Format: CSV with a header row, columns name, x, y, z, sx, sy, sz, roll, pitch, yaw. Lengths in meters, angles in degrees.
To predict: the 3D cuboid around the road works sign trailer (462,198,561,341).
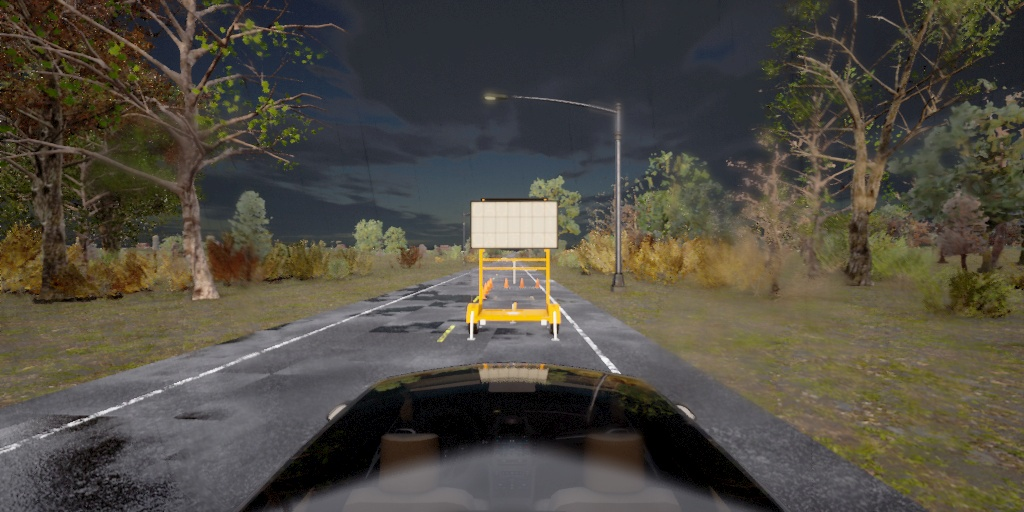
name,x,y,z,sx,sy,sz,roll,pitch,yaw
road works sign trailer,0.068,0.216,9.917,2.380,3.560,2.880,0,0,2
